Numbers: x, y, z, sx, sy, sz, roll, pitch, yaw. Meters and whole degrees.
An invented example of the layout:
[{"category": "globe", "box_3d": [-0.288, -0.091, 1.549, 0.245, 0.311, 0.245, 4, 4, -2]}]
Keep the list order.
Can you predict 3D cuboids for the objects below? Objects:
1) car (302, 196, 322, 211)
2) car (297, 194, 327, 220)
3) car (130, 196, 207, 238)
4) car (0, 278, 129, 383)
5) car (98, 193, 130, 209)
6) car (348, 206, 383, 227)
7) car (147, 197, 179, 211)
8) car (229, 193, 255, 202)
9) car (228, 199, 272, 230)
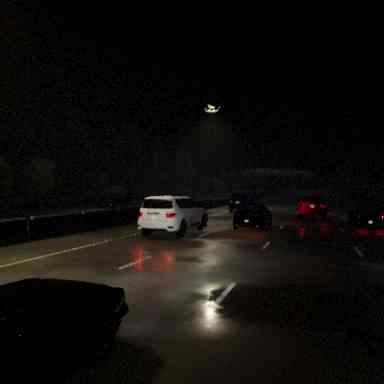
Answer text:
[{"category": "car", "box_3d": [14.388, 1.347, 39.896, 2.128, 1.511, 4.902, 0, 1, 20]}, {"category": "car", "box_3d": [10.106, 1.187, 28.007, 2.150, 2.045, 5.566, 0, 0, 20]}, {"category": "car", "box_3d": [-0.885, 1.230, 18.122, 2.150, 2.045, 5.566, 0, 0, 20]}, {"category": "car", "box_3d": [-2.536, 1.603, 3.194, 1.895, 1.301, 4.718, 0, 0, 20]}, {"category": "car", "box_3d": [-10.154, 1.128, 44.344, 2.150, 2.045, 5.566, 0, 1, 20]}, {"category": "car", "box_3d": [12.109, 1.597, 23.222, 1.895, 1.301, 4.718, 0, 0, 20]}, {"category": "car", "box_3d": [-3.557, 1.465, 42.003, 2.033, 1.411, 5.357, 0, 1, 20]}, {"category": "car", "box_3d": [5.439, 1.133, 35.689, 2.150, 2.045, 5.566, 0, 0, 19]}, {"category": "car", "box_3d": [3.942, 1.481, 21.197, 1.882, 1.535, 5.008, 0, 0, 20]}]
